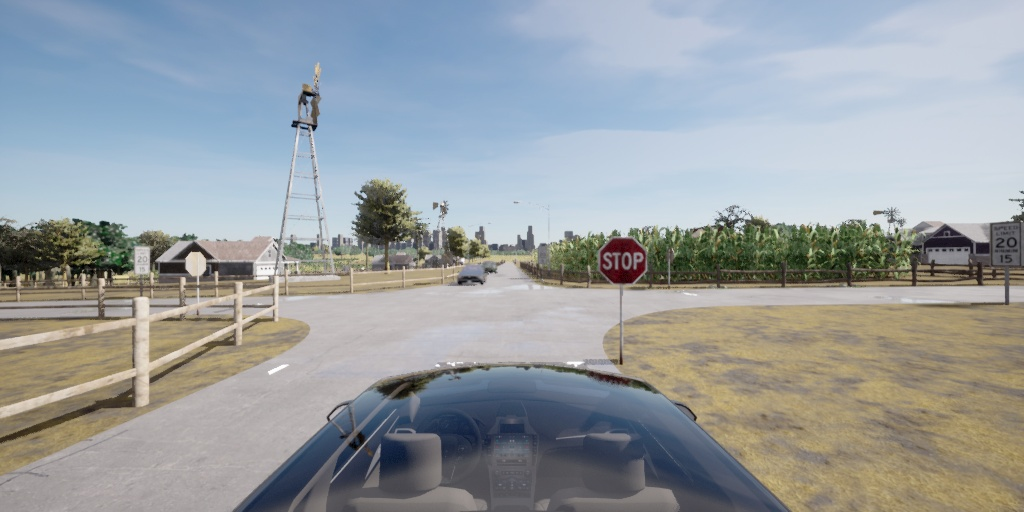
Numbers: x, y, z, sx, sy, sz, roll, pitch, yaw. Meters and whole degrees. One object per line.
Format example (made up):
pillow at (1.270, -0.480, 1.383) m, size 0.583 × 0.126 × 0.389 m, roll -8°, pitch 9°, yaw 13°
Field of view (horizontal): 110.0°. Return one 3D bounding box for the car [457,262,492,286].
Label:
car at (-2.840, 1.372, 26.579) m, size 2.033 × 1.411 × 5.357 m, roll 0°, pitch 0°, yaw 0°

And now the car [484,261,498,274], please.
car at (-2.908, 1.368, 45.129) m, size 2.097 × 1.767 × 4.553 m, roll 0°, pitch -1°, yaw 0°
